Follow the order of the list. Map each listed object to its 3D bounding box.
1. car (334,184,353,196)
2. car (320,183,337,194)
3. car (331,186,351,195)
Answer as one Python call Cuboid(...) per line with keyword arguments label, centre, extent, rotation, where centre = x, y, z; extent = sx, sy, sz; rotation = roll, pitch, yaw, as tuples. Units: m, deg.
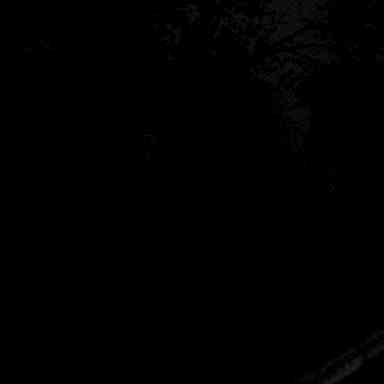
Cuboid(label="car", centre=(24.423, 0.029, 51.538), extent=(2.097, 1.535, 5.008), rotation=(6, 4, 42))
Cuboid(label="car", centre=(22.410, -0.424, 53.412), extent=(2.435, 2.045, 5.566), rotation=(6, 4, 42))
Cuboid(label="car", centre=(29.046, -0.312, 64.776), extent=(1.946, 1.575, 5.366), rotation=(6, 4, 42))
